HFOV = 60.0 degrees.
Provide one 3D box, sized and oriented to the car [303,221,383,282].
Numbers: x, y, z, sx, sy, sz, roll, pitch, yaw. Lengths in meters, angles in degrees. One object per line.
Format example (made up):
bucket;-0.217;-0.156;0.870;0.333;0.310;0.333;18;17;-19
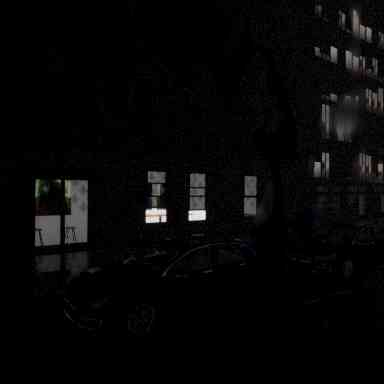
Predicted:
car;4.495;1.550;9.712;4.403;1.369;2.008;0;0;-35

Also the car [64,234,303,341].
car;-0.140;1.551;6.436;4.403;1.369;2.008;0;0;-35
